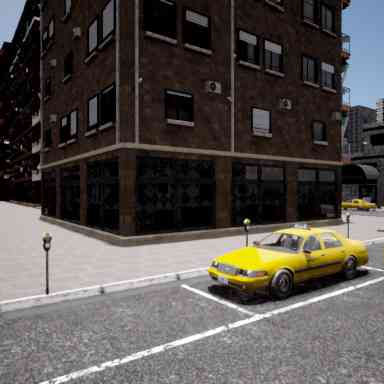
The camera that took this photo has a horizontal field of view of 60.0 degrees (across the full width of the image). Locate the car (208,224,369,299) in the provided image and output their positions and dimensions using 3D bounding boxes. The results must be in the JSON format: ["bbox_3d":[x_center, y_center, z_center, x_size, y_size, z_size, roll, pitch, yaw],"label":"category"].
[{"bbox_3d":[2.614,1.525,8.433,4.829,1.417,1.752,0,0,-36],"label":"car"}]

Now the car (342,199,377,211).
[{"bbox_3d":[19.281,1.469,39.658,1.752,1.417,4.829,0,0,-35],"label":"car"}]
